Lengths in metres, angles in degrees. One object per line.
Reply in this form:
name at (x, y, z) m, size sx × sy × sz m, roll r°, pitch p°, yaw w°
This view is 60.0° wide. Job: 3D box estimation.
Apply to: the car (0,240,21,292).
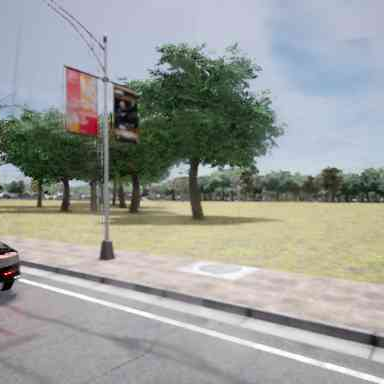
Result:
car at (-5.999, 1.573, 7.939) m, size 4.902 × 1.511 × 2.128 m, roll -1°, pitch 0°, yaw 36°
